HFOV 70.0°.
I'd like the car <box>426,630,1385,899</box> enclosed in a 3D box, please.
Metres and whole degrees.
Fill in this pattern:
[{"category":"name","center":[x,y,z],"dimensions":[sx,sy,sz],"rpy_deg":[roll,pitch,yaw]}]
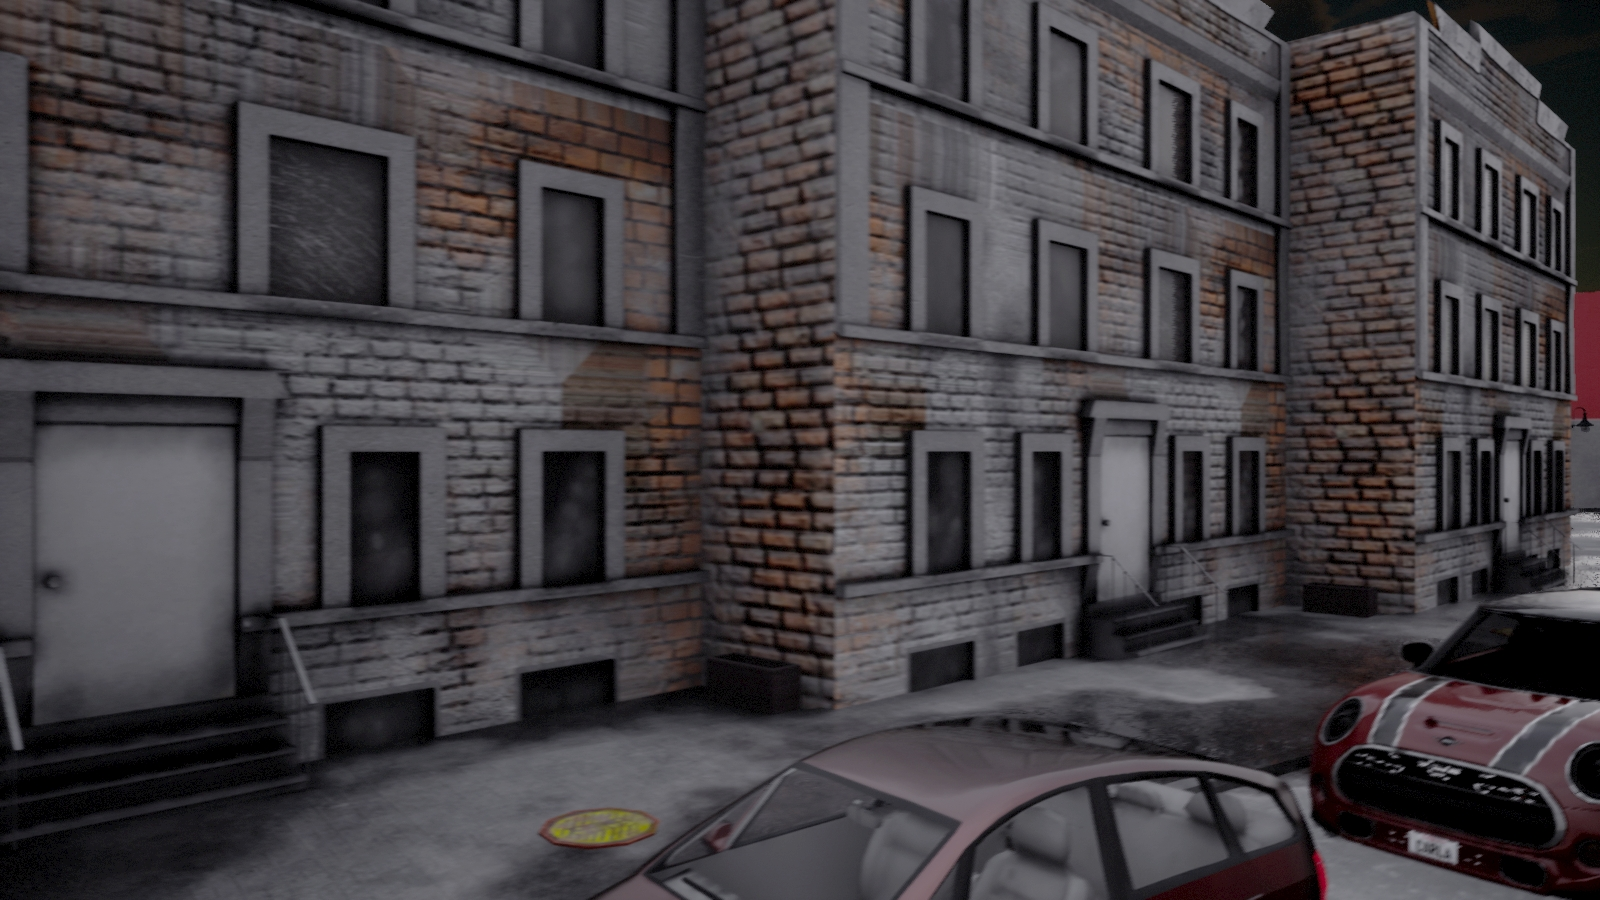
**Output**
[{"category":"car","center":[0.585,1.806,4.751],"dimensions":[3.705,1.549,1.789],"rpy_deg":[0,0,-36]}]

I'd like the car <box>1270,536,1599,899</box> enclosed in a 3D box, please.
[{"category":"car","center":[5.762,1.686,8.505],"dimensions":[4.553,1.767,2.097],"rpy_deg":[0,0,-36]}]
